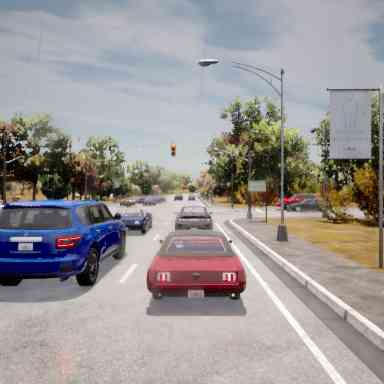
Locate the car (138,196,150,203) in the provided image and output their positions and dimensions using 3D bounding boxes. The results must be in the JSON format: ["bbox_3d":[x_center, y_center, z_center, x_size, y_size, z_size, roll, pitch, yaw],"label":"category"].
[{"bbox_3d":[-10.533,1.552,72.549,1.994,1.385,4.181,0,0,0],"label":"car"}]

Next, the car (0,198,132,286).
[{"bbox_3d":[-3.409,1.221,9.531,2.150,2.045,5.566,0,0,0],"label":"car"}]

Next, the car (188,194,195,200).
[{"bbox_3d":[-0.044,1.360,95.534,1.882,1.535,5.008,0,0,0],"label":"car"}]

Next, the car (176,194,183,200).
[{"bbox_3d":[-3.544,1.382,95.533,1.837,1.490,4.892,0,0,0],"label":"car"}]

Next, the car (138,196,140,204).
[{"bbox_3d":[-10.576,1.525,63.825,1.812,1.442,4.674,0,0,0],"label":"car"}]

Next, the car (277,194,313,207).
[{"bbox_3d":[13.424,1.221,41.416,5.566,2.045,2.150,0,0,3],"label":"car"}]

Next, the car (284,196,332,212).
[{"bbox_3d":[13.378,1.505,37.899,4.892,1.490,1.837,0,0,3],"label":"car"}]

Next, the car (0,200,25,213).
[{"bbox_3d":[-21.391,1.547,36.242,5.357,1.411,2.033,0,0,1],"label":"car"}]

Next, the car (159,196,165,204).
[{"bbox_3d":[-7.062,1.477,65.488,1.882,1.535,5.008,0,0,1],"label":"car"}]

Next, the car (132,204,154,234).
[{"bbox_3d":[-3.409,1.601,19.285,1.895,1.301,4.718,0,0,0],"label":"car"}]

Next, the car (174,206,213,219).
[{"bbox_3d":[0.092,1.491,17.649,2.128,1.511,4.902,0,0,0],"label":"car"}]

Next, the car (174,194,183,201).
[{"bbox_3d":[-3.539,1.493,85.114,1.837,1.490,4.892,0,0,0],"label":"car"}]

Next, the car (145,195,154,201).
[{"bbox_3d":[-10.538,1.523,82.577,1.812,1.442,4.674,0,0,0],"label":"car"}]

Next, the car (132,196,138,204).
[{"bbox_3d":[-10.612,1.601,54.790,1.895,1.301,4.718,0,0,0],"label":"car"}]

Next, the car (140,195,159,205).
[{"bbox_3d":[-7.108,1.525,56.158,1.812,1.442,4.674,0,0,0],"label":"car"}]

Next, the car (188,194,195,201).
[{"bbox_3d":[-0.039,1.533,85.115,2.033,1.411,5.357,0,0,0],"label":"car"}]

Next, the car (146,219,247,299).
[{"bbox_3d":[0.099,1.601,8.378,1.895,1.301,4.718,0,0,0],"label":"car"}]
